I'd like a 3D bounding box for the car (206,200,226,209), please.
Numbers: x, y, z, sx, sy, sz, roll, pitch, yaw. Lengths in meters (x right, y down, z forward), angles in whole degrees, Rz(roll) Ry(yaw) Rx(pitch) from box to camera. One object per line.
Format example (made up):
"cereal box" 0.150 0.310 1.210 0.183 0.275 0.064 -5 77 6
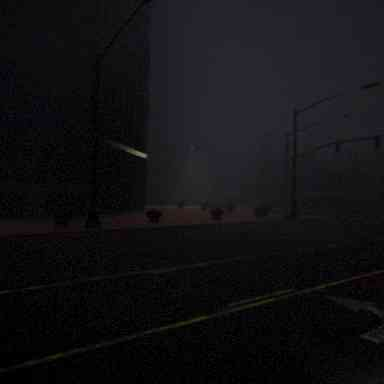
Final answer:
"car" 3.700 2.051 53.298 1.994 1.385 4.181 2 -1 -35
